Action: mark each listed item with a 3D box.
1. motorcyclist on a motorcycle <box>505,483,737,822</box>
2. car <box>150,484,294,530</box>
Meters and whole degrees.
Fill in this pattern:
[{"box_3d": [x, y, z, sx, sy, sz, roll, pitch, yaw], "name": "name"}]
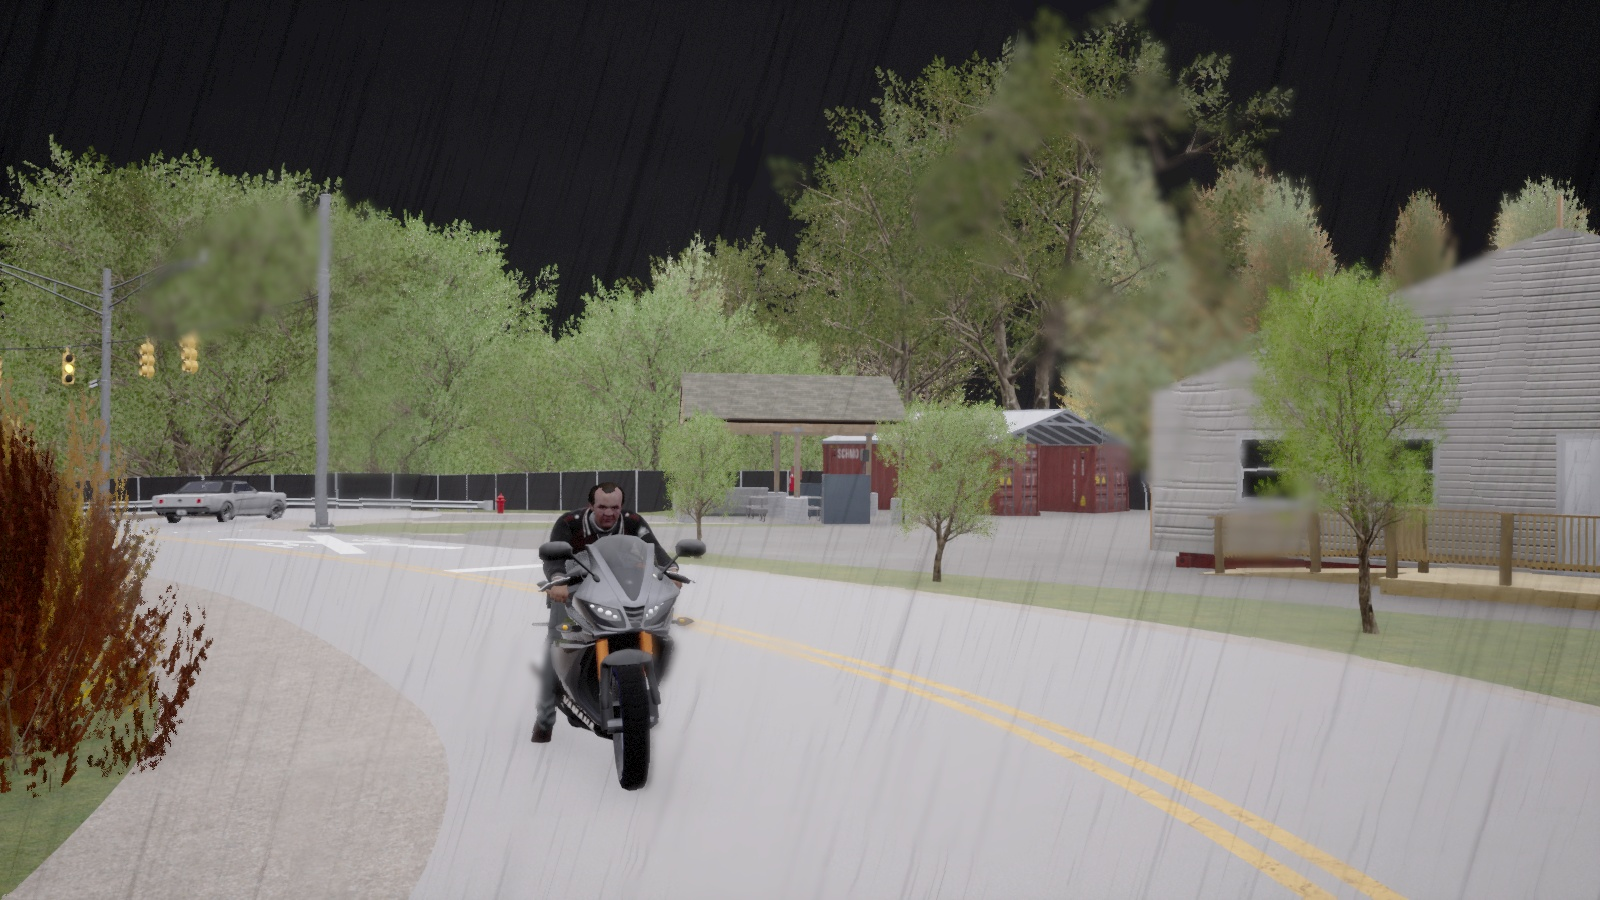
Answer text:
[{"box_3d": [-1.077, 0.965, 6.969, 0.866, 1.530, 2.191, 0, -1, -19], "name": "motorcyclist on a motorcycle"}, {"box_3d": [-18.057, 1.750, 39.489, 1.895, 1.301, 4.718, -1, -1, 7], "name": "car"}]
